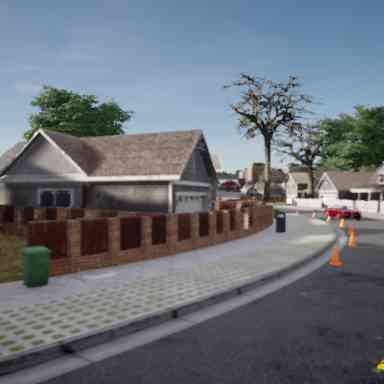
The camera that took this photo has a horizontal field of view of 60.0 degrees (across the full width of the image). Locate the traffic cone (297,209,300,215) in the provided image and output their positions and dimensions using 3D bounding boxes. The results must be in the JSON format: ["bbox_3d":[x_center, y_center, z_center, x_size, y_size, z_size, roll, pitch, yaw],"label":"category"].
[{"bbox_3d":[11.990,2.271,37.745,0.340,0.580,0.340,0,0,-4],"label":"traffic cone"}]

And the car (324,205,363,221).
[{"bbox_3d":[13.773,1.857,30.449,1.895,1.301,4.718,0,0,5],"label":"car"}]

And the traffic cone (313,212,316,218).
[{"bbox_3d":[12.100,2.234,32.999,0.340,0.580,0.340,0,0,2],"label":"traffic cone"}]

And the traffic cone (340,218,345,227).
[{"bbox_3d":[10.701,2.162,23.695,0.340,0.580,0.340,0,0,15],"label":"traffic cone"}]

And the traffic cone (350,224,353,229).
[{"bbox_3d":[9.209,2.129,19.226,0.340,0.580,0.340,0,0,22],"label":"traffic cone"}]

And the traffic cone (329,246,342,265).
[{"bbox_3d":[4.737,2.065,10.949,0.340,0.580,0.340,0,-1,35],"label":"traffic cone"}]

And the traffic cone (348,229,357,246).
[{"bbox_3d":[7.212,2.098,14.959,0.340,0.580,0.340,0,-1,28],"label":"traffic cone"}]
